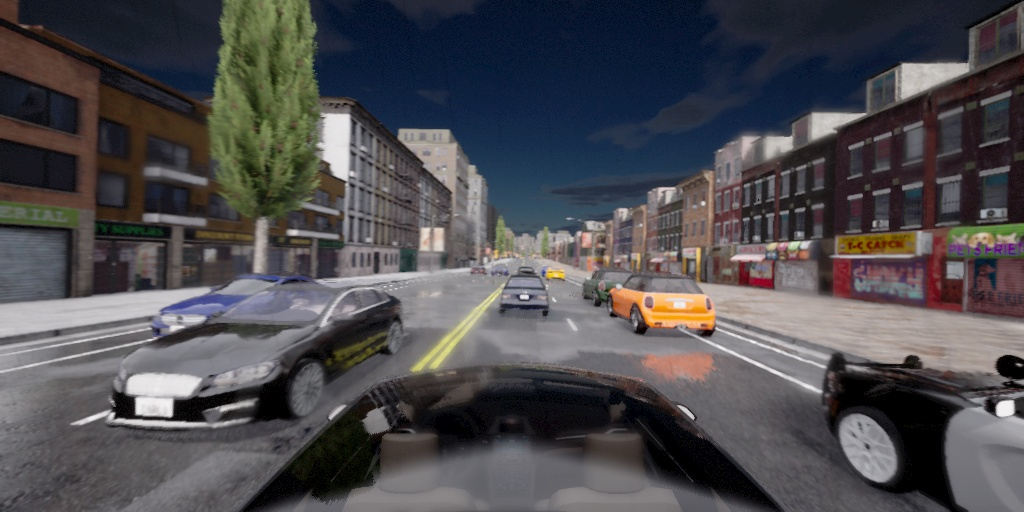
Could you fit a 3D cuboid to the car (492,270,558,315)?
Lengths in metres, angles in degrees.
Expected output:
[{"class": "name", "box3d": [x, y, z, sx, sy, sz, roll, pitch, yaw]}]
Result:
[{"class": "car", "box3d": [0.515, 1.472, 14.624, 2.033, 1.411, 5.357, 1, -1, 2]}]

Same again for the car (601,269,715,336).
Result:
[{"class": "car", "box3d": [4.522, 1.339, 11.613, 2.097, 1.767, 4.553, 1, -1, 2]}]

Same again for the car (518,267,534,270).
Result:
[{"class": "car", "box3d": [1.267, 1.741, 32.989, 1.837, 1.490, 4.892, 1, -1, 2]}]

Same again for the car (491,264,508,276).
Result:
[{"class": "car", "box3d": [-1.584, 1.796, 47.307, 2.097, 1.767, 4.553, 1, -1, 2]}]

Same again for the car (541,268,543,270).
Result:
[{"class": "car", "box3d": [5.162, 2.181, 51.095, 1.882, 1.535, 5.008, 1, -1, 2]}]

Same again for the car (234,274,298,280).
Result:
[{"class": "car", "box3d": [-6.418, 1.203, 9.329, 1.812, 1.442, 4.674, 1, -1, 3]}]

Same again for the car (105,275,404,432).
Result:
[{"class": "car", "box3d": [-3.294, 1.206, 5.861, 2.128, 1.511, 4.902, 1, -1, 2]}]

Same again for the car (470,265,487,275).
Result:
[{"class": "car", "box3d": [-4.684, 2.007, 50.919, 1.994, 1.385, 4.181, 1, -1, 3]}]

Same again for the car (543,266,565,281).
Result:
[{"class": "car", "box3d": [4.742, 1.933, 39.807, 1.882, 1.535, 5.008, 1, -1, 3]}]

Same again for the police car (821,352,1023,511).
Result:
[{"class": "police car", "box3d": [4.116, 1.281, 1.761, 1.930, 1.638, 5.238, 1, -1, 2]}]

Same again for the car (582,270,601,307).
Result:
[{"class": "car", "box3d": [4.769, 1.428, 17.609, 2.097, 1.767, 4.553, 1, -1, 2]}]
